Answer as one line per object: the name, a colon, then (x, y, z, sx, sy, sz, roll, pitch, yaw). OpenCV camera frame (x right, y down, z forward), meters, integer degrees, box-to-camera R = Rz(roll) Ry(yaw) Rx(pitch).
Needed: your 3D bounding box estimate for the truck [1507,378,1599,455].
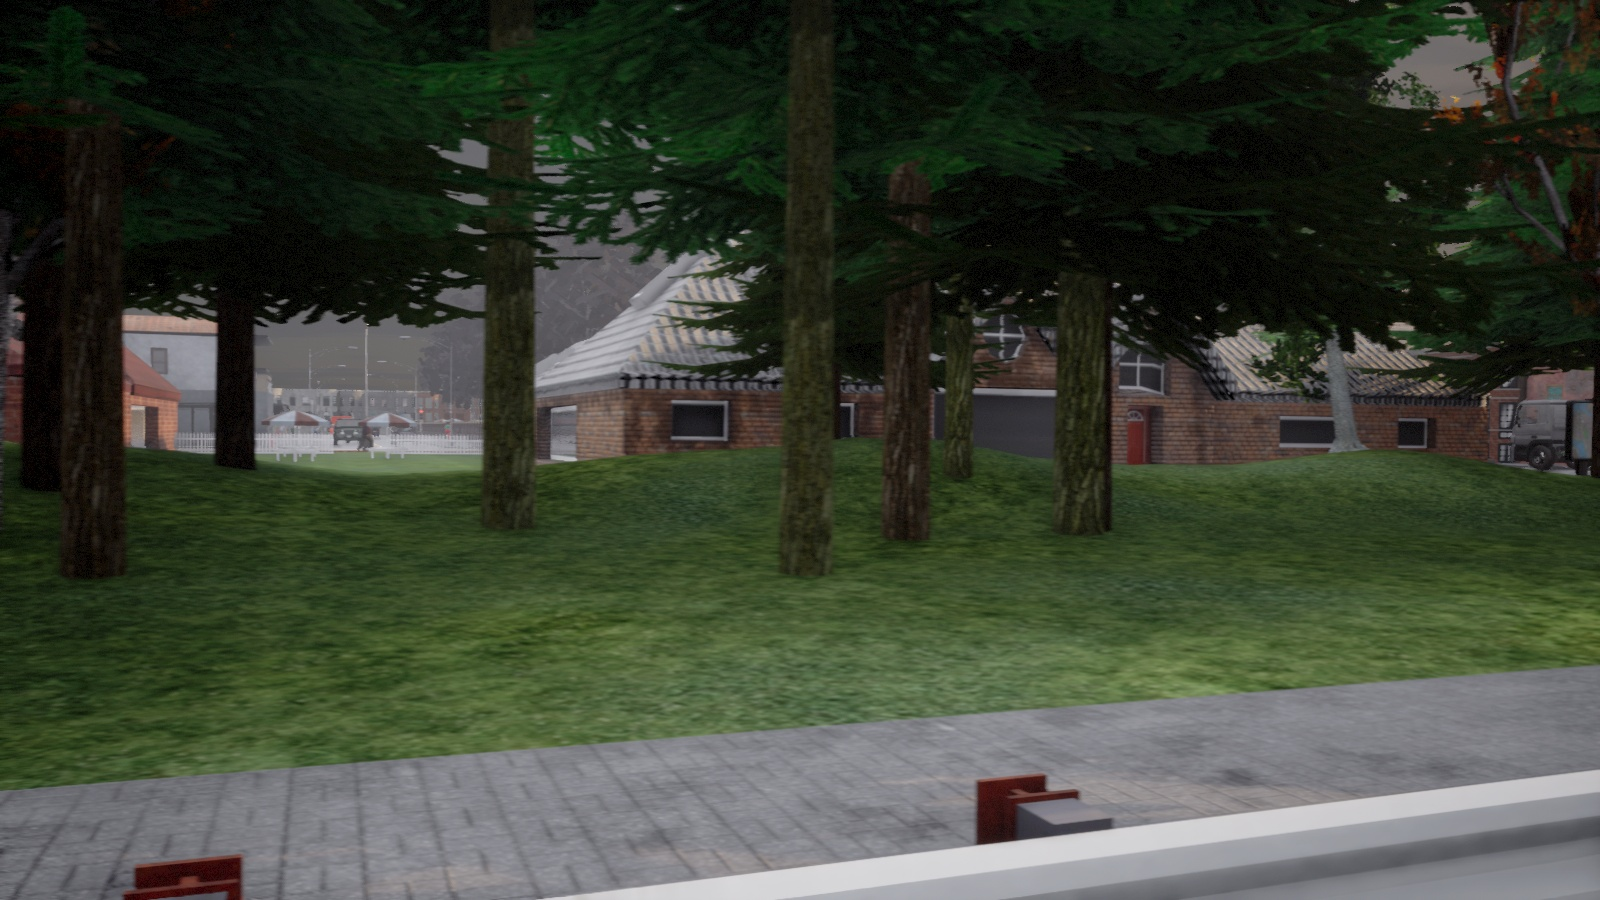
truck: (36.919, -1.519, 57.496, 2.891, 3.462, 7.936, -1, 1, -21)

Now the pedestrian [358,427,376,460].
pedestrian: (-23.977, -0.365, 69.598, 0.899, 1.844, 0.634, -1, 1, -21)
